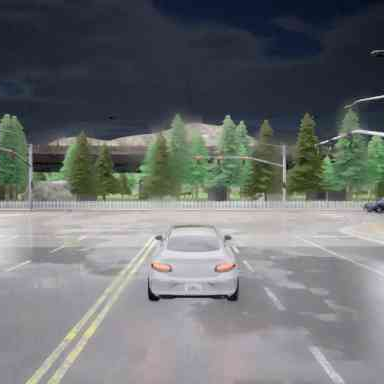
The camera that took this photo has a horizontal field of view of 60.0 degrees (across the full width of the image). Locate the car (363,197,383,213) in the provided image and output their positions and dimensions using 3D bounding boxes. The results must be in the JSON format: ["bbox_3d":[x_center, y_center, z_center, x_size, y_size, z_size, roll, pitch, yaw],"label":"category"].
[{"bbox_3d":[20.729,1.296,35.327,4.553,1.767,2.097,0,0,0],"label":"car"}]

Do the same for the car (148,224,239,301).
[{"bbox_3d":[0.032,1.526,8.192,1.812,1.442,4.674,0,0,0],"label":"car"}]
